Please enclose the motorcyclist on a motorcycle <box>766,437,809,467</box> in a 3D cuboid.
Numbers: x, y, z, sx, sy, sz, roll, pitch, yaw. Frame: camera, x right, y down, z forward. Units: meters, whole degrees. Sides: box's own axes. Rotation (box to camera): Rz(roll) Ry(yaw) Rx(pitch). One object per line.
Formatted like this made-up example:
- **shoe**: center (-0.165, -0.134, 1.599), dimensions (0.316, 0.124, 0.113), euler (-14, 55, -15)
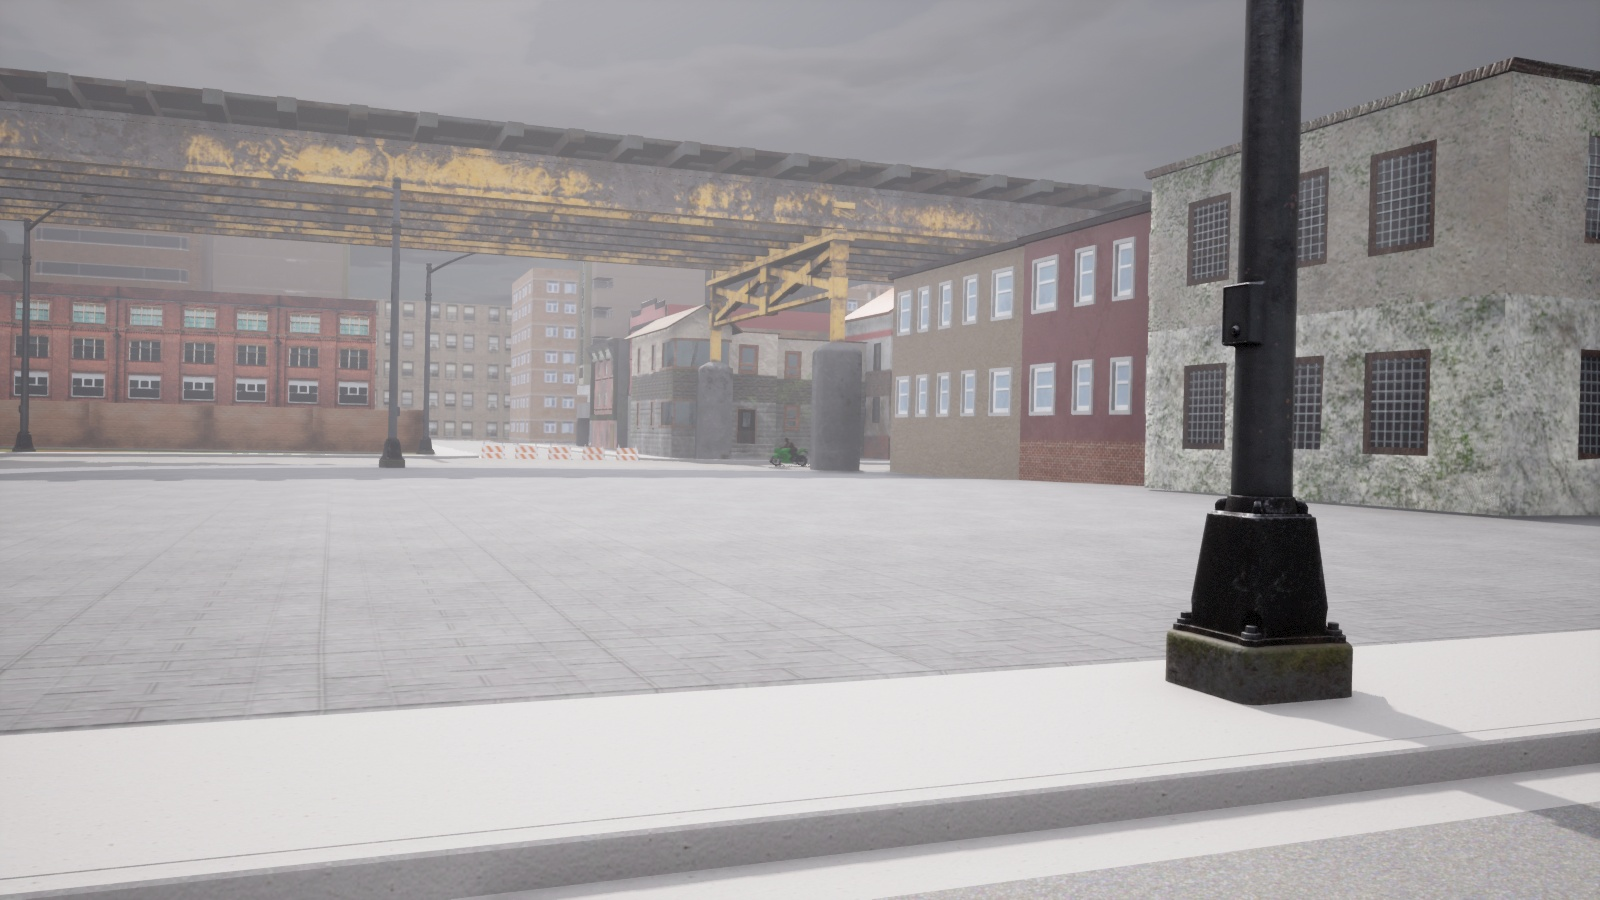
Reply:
- **motorcyclist on a motorcycle**: center (-0.646, 0.111, 64.341), dimensions (2.044, 1.523, 0.797), euler (0, 1, -20)
